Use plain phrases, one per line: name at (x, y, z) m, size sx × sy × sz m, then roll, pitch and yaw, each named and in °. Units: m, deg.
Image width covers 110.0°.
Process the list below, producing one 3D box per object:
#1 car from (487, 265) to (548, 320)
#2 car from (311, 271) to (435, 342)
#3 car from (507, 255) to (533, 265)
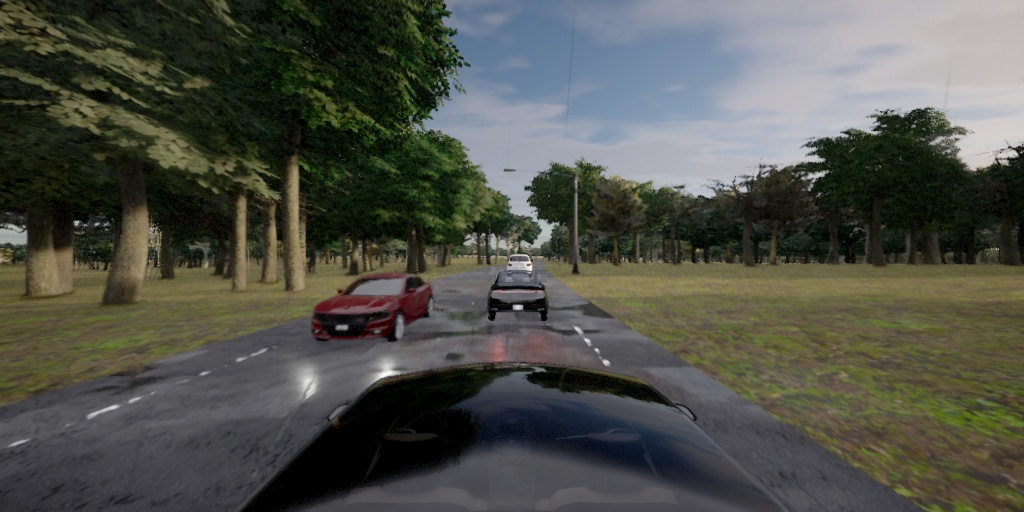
car at (0.200, 1.234, 12.566) m, size 2.128 × 1.511 × 4.902 m, roll 0°, pitch 0°, yaw 1°
car at (-3.525, 1.222, 9.996) m, size 1.882 × 1.535 × 5.008 m, roll 0°, pitch 0°, yaw 1°
car at (0.724, 0.901, 32.790) m, size 2.150 × 2.045 × 5.566 m, roll 0°, pitch 0°, yaw 2°
